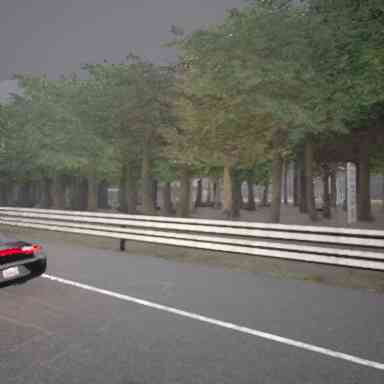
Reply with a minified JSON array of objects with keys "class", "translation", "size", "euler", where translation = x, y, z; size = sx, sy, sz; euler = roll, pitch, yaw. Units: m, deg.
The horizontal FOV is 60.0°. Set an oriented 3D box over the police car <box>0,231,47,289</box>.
[{"class":"police car","translation":[-5.932,1.465,7.770],"size":[4.974,1.542,2.038],"euler":[0,2,23]}]
